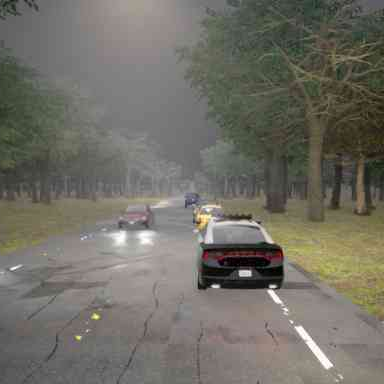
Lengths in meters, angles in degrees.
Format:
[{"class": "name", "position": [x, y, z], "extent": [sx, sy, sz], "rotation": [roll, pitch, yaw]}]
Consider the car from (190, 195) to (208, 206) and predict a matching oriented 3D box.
[{"class": "car", "position": [1.105, 1.313, 25.088], "extent": [2.097, 1.767, 4.553], "rotation": [0, 0, 0]}]

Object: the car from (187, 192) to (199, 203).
[{"class": "car", "position": [0.143, 1.010, 64.121], "extent": [2.150, 2.045, 5.566], "rotation": [0, 0, 0]}]

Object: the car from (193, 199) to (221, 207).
[{"class": "car", "position": [1.093, 1.431, 19.306], "extent": [1.801, 1.575, 5.366], "rotation": [0, 0, 0]}]

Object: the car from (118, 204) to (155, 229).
[{"class": "car", "position": [-3.452, 1.497, 21.389], "extent": [1.812, 1.442, 4.674], "rotation": [0, 0, 0]}]

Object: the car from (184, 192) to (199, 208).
[{"class": "car", "position": [0.116, 1.106, 45.851], "extent": [2.150, 2.045, 5.566], "rotation": [0, 0, 0]}]

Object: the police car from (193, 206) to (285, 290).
[{"class": "police car", "position": [1.071, 1.418, 9.225], "extent": [1.930, 1.638, 5.238], "rotation": [0, 0, 0]}]
